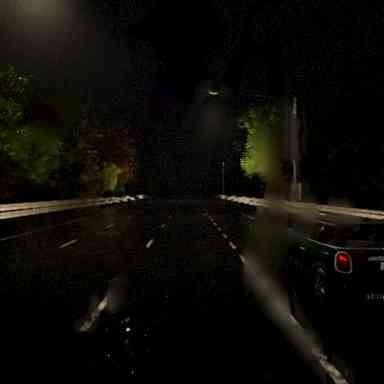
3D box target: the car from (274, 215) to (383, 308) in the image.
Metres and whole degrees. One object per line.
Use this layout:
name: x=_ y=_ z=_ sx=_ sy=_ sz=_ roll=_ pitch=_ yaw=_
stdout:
car: x=3.489 y=1.332 z=8.061 sx=2.097 sy=1.767 sz=4.553 roll=0 pitch=0 yaw=-1
